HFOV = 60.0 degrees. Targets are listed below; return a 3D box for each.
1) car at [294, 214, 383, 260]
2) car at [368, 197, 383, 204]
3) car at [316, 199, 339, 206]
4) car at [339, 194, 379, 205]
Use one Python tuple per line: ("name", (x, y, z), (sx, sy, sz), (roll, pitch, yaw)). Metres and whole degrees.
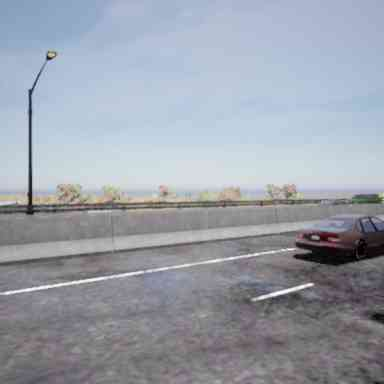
("car", (6.119, 1.555, 12.429), (5.357, 1.411, 2.033), (0, 0, -35))
("car", (22.278, 1.572, 37.069), (5.357, 1.411, 2.033), (0, 0, -35))
("car", (18.209, 1.572, 42.761), (5.357, 1.411, 2.033), (0, 0, -35))
("car", (20.643, 1.245, 40.200), (5.566, 2.045, 2.150), (0, 0, -35))
